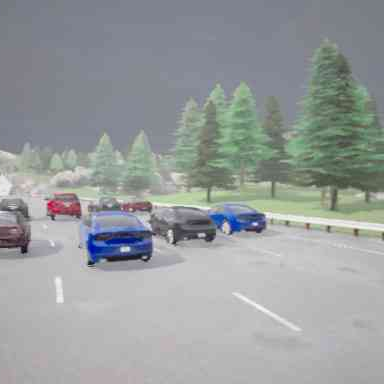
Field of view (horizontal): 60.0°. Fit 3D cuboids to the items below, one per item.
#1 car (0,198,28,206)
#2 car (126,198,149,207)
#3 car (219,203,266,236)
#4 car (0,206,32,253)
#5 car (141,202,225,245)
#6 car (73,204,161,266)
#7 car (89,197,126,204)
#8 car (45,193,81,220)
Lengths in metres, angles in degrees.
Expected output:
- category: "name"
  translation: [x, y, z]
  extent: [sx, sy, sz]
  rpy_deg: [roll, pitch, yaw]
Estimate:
- category: "car"
  translation: [-13.997, 1.214, 25.995]
  extent: [2.097, 1.767, 4.553]
  rpy_deg: [0, 0, -29]
- category: "car"
  translation: [-5.515, 1.277, 32.347]
  extent: [1.882, 1.535, 5.008]
  rpy_deg: [0, 0, -29]
- category: "car"
  translation: [1.925, 1.353, 17.897]
  extent: [1.882, 1.535, 5.008]
  rpy_deg: [0, 0, -25]
- category: "car"
  translation: [-7.243, 1.459, 12.729]
  extent: [1.812, 1.442, 4.674]
  rpy_deg: [0, 0, -25]
- category: "car"
  translation: [-0.633, 1.406, 15.104]
  extent: [1.837, 1.490, 4.892]
  rpy_deg: [0, 1, -24]
- category: "car"
  translation: [-2.833, 1.407, 11.468]
  extent: [1.882, 1.535, 5.008]
  rpy_deg: [0, 1, -24]
- category: "car"
  translation: [-7.752, 1.177, 29.156]
  extent: [2.097, 1.767, 4.553]
  rpy_deg: [0, 0, -29]
- category: "car"
  translation: [-10.402, 1.072, 26.755]
  extent: [2.150, 2.045, 5.566]
  rpy_deg: [0, 1, -28]
